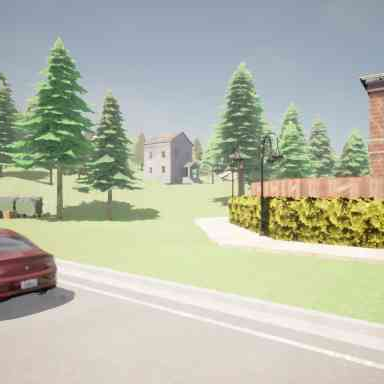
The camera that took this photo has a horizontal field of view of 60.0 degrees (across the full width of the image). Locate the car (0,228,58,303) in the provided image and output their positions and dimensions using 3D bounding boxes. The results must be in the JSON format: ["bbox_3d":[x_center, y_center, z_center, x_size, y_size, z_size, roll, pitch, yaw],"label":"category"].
[{"bbox_3d":[-4.872,1.526,7.466,4.674,1.442,1.812,0,0,36],"label":"car"}]
